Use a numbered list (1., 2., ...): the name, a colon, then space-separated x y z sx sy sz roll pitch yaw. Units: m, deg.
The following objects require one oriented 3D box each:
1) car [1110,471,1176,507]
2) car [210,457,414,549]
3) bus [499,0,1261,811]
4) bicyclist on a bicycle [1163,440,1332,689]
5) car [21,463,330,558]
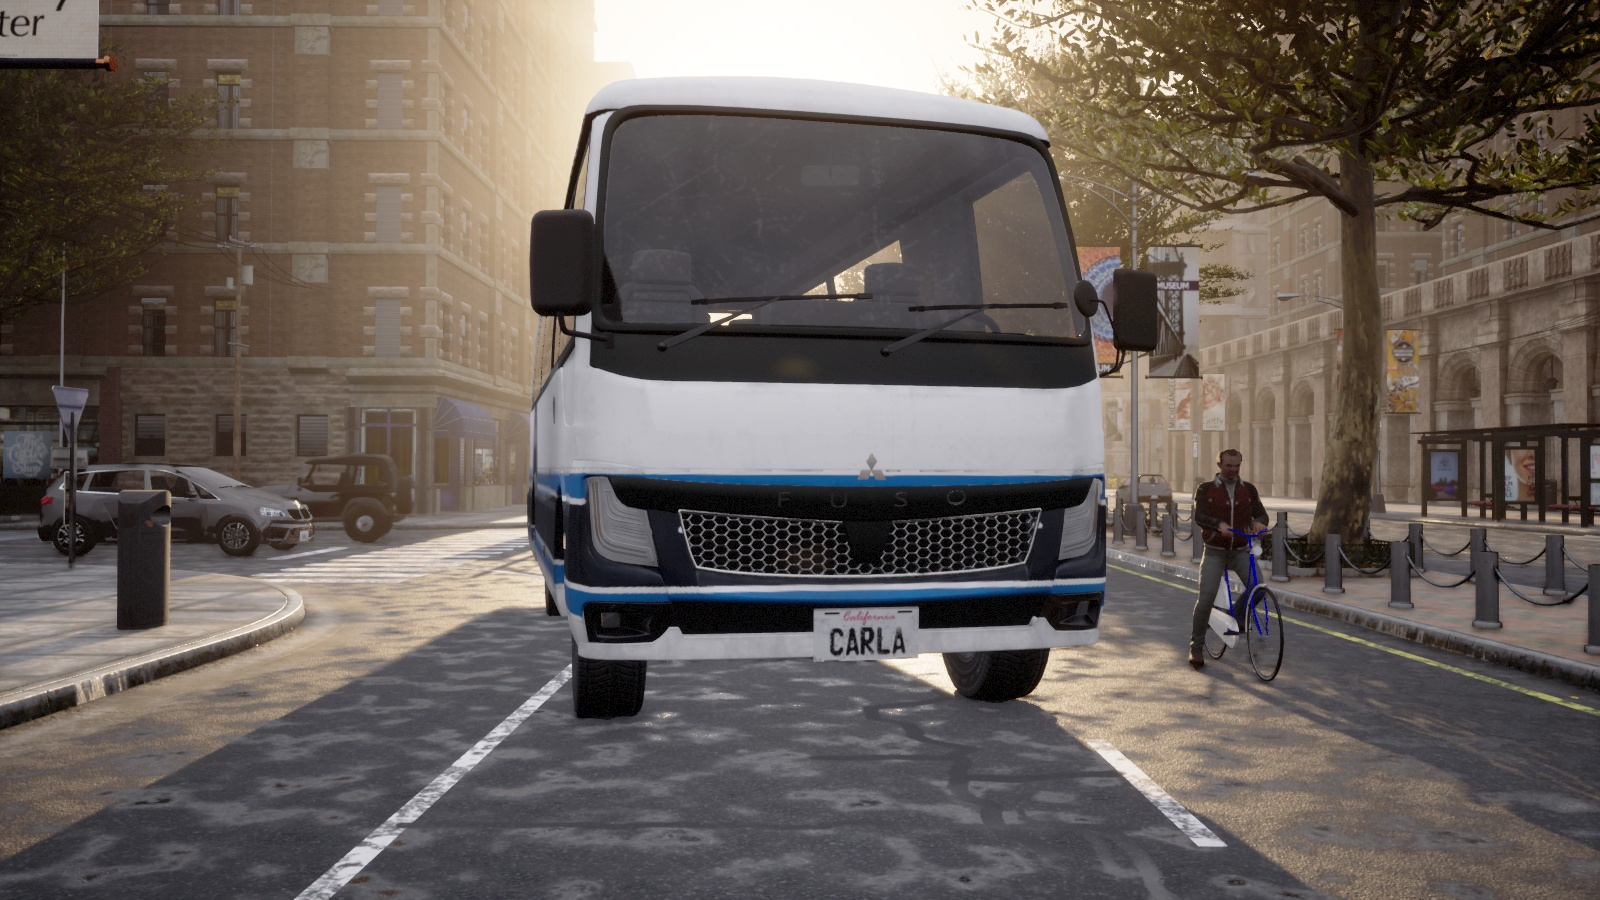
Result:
1. car: 14.865 1.683 54.551 1.845 1.501 3.633 0 -1 0
2. car: -10.435 1.107 27.142 3.866 1.878 1.905 0 -1 -12
3. bus: -0.664 -0.370 11.292 3.944 4.253 10.273 0 -1 -14
4. bicyclist on a bicycle: 3.475 0.838 9.929 0.659 1.776 1.843 0 -1 0
5. car: -11.478 1.096 23.356 4.611 1.667 2.242 0 -1 0
